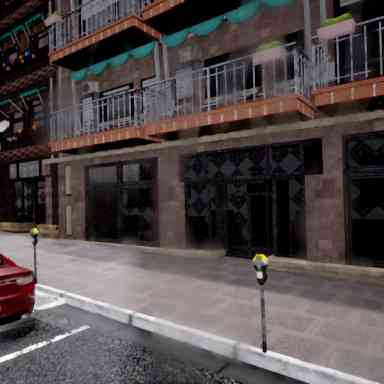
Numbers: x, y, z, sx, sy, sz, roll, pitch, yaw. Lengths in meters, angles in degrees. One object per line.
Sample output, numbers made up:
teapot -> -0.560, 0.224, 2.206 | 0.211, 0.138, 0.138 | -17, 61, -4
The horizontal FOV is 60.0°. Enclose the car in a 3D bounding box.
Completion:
car -> -4.668, 1.551, 6.080 | 4.507, 1.381, 1.887 | 0, -1, 36
